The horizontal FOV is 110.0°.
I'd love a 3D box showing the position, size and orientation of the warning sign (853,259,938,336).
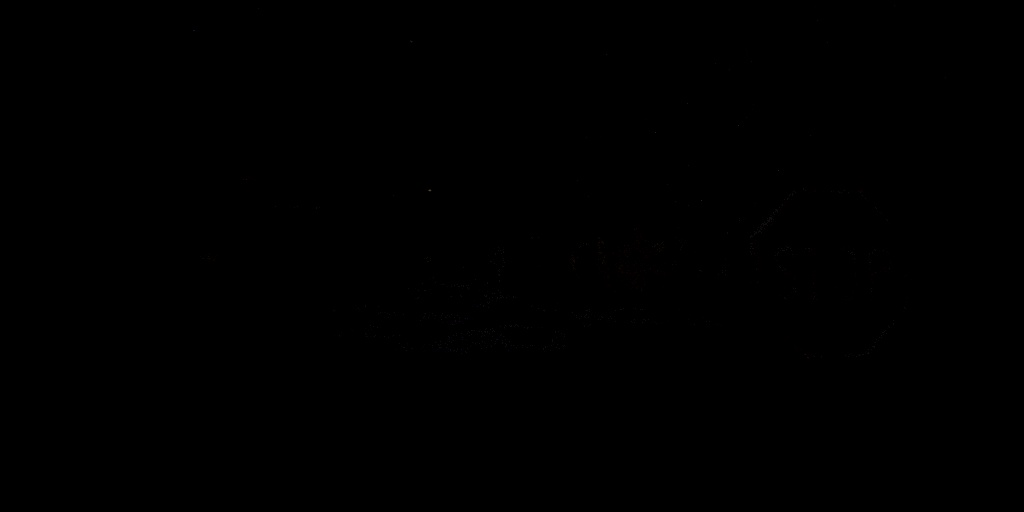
[{"bbox_3d":[10.334,1.076,9.570,1.060,1.860,1.300,0,0,-6],"label":"warning sign"}]
